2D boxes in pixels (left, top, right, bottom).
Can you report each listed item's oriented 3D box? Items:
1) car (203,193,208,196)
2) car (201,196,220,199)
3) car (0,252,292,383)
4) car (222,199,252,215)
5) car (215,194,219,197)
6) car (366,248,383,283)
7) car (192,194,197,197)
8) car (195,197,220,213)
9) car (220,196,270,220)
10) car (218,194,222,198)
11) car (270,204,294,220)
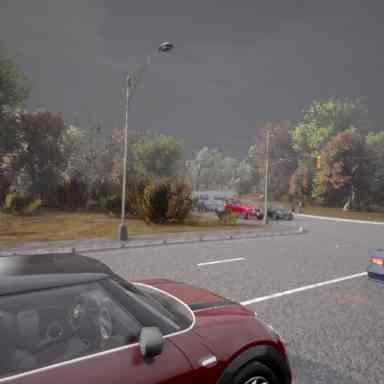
[{"bbox_3d":[2.863,1.041,78.373,2.128,1.511,4.902,2,2,-1],"label":"car"},{"bbox_3d":[3.031,1.927,54.059,1.994,1.385,4.181,2,1,-14],"label":"car"},{"bbox_3d":[-1.211,1.354,2.883,4.553,1.767,2.097,0,0,-36],"label":"car"},{"bbox_3d":[5.939,1.992,44.413,2.097,1.767,4.553,3,0,-19],"label":"car"},{"bbox_3d":[6.317,1.162,79.456,1.994,1.385,4.181,2,2,-1],"label":"car"},{"bbox_3d":[6.540,1.662,8.442,5.357,1.411,2.033,2,-1,-36],"label":"car"},{"bbox_3d":[-0.838,1.371,54.967,2.150,2.045,5.566,2,2,-13],"label":"car"},{"bbox_3d":[2.043,1.960,44.918,1.837,1.490,4.892,3,0,-18],"label":"car"},{"bbox_3d":[5.534,1.808,35.657,2.150,2.045,5.566,3,-1,-22],"label":"car"},{"bbox_3d":[7.402,1.555,69.251,1.837,1.490,4.892,2,3,-8],"label":"car"},{"bbox_3d":[9.035,2.095,36.440,2.097,1.767,4.553,3,-1,-23],"label":"car"}]
